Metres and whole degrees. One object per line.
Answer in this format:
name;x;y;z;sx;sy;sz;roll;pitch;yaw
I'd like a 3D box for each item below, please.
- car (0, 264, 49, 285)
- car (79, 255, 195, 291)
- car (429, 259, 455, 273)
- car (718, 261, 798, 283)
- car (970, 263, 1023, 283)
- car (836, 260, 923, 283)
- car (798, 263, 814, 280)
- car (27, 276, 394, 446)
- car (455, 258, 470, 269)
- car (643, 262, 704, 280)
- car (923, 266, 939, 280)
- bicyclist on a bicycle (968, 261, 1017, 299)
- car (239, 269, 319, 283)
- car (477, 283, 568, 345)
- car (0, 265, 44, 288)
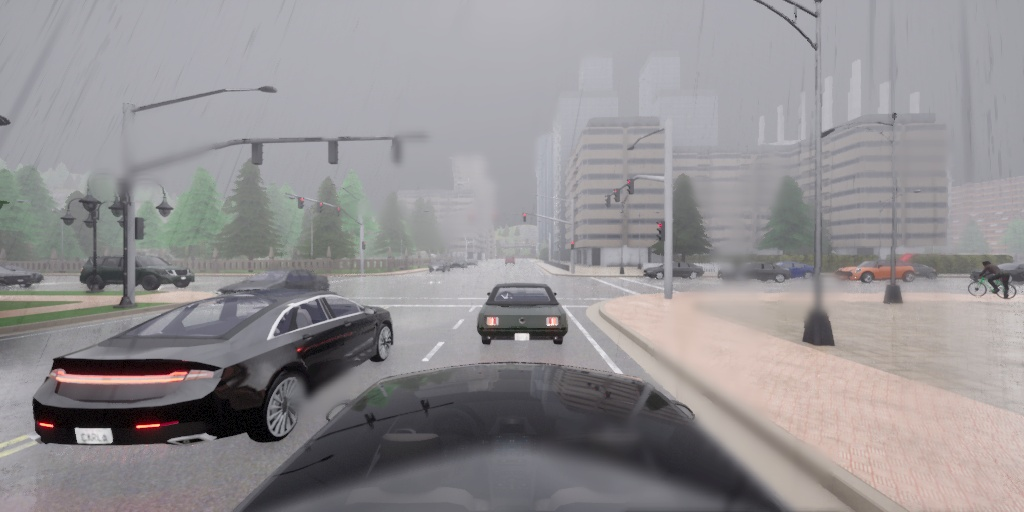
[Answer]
car;-36.336;1.311;25.562;4.181;1.385;1.994;0;0;2
car;-22.436;0.969;21.559;5.566;2.045;2.150;0;0;2
car;-8.879;1.237;44.311;2.128;1.511;4.902;0;0;2
car;18.474;1.252;27.429;4.892;1.490;1.837;0;0;2
car;37.522;1.225;26.792;5.008;1.535;1.882;0;0;2
car;27.407;1.099;27.135;4.553;1.767;2.097;0;0;2
car;23.300;1.225;30.773;5.008;1.535;1.882;0;0;2
car;-3.331;1.241;5.327;2.128;1.511;4.902;0;0;1
car;-8.447;1.097;56.852;2.097;1.767;4.553;0;0;2
car;13.952;1.252;31.079;4.892;1.490;1.837;0;0;2
car;33.255;1.311;30.445;4.181;1.385;1.994;0;0;1
bicyclist on a bicycle;21.176;1.049;15.851;0.582;1.620;1.656;0;0;2
car;-10.261;1.296;16.015;2.033;1.411;5.357;0;0;2
car;0.260;1.350;9.480;1.895;1.301;4.718;0;0;1
car;-32.422;1.226;21.913;5.008;1.535;1.882;0;0;2
